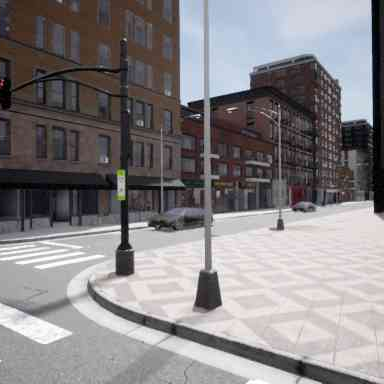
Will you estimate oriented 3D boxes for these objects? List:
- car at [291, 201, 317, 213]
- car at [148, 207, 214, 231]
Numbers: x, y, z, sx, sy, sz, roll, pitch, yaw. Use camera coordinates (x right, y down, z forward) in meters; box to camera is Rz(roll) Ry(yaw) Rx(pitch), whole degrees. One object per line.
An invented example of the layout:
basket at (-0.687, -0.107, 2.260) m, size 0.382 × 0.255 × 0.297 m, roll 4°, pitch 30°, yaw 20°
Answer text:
car at (14.782, 1.945, 43.650) m, size 2.033 × 1.411 × 5.357 m, roll -1°, pitch -1°, yaw 36°
car at (-0.565, 1.733, 22.411) m, size 2.033 × 1.411 × 5.357 m, roll -1°, pitch -1°, yaw 36°
